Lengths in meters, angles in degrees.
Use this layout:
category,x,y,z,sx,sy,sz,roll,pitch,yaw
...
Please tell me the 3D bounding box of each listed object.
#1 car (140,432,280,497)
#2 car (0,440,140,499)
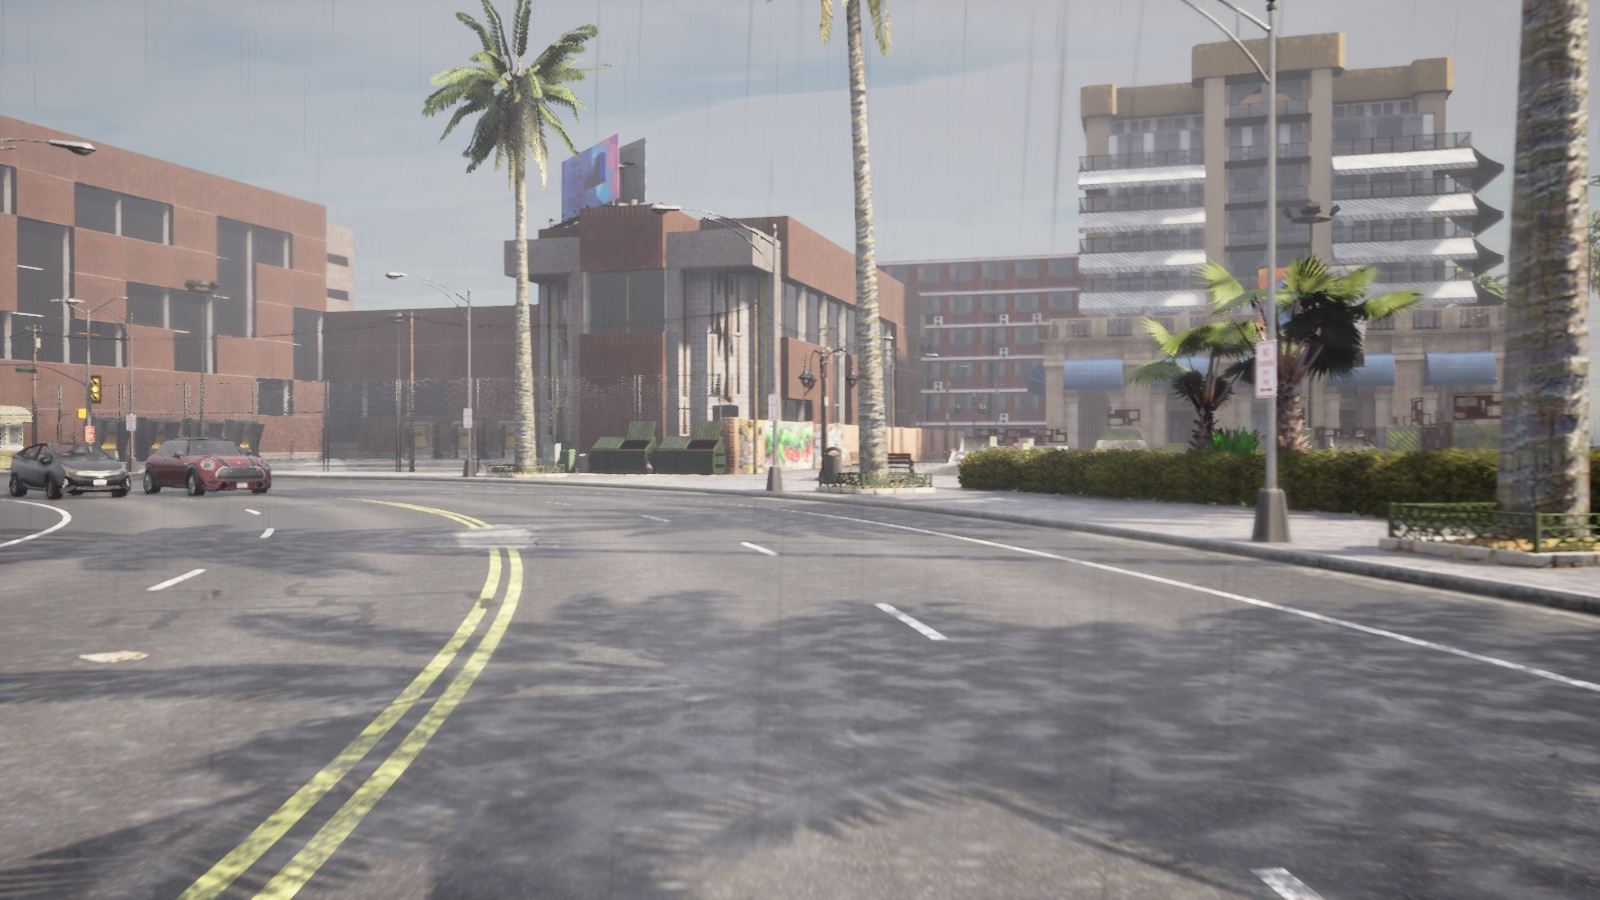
category,x,y,z,sx,sy,sz,roll,pitch,yaw
car,-17.323,0.387,36.784,4.553,1.767,2.097,0,0,41
car,-20.239,0.485,34.725,4.514,1.525,2.007,0,0,41
